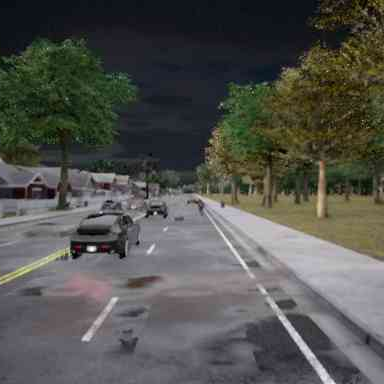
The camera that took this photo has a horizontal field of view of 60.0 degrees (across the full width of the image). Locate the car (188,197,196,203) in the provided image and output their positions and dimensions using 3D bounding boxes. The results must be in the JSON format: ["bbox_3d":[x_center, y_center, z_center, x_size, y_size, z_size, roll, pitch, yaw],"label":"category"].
[{"bbox_3d":[-0.001,1.788,77.563,1.895,1.301,4.718,0,0,0],"label":"car"}]

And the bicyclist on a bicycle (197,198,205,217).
[{"bbox_3d":[0.895,1.522,30.144,0.582,1.620,1.656,0,0,0],"label":"bicyclist on a bicycle"}]

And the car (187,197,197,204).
[{"bbox_3d":[0.033,1.692,67.153,1.812,1.442,4.674,0,-1,1],"label":"car"}]

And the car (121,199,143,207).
[{"bbox_3d":[-6.589,1.584,39.742,2.128,1.511,4.902,0,0,0],"label":"car"}]

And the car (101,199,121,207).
[{"bbox_3d":[-9.837,1.599,41.085,1.837,1.490,4.892,0,0,0],"label":"car"}]

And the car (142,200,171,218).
[{"bbox_3d":[-3.149,1.576,31.044,1.837,1.490,4.892,0,0,0],"label":"car"}]

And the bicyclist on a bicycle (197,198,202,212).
[{"bbox_3d":[0.895,1.543,39.148,0.582,1.620,1.656,0,0,0],"label":"bicyclist on a bicycle"}]

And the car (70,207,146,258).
[{"bbox_3d":[-3.149,1.535,12.865,1.837,1.490,4.892,0,0,0],"label":"car"}]
